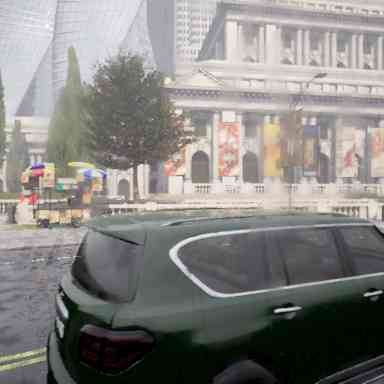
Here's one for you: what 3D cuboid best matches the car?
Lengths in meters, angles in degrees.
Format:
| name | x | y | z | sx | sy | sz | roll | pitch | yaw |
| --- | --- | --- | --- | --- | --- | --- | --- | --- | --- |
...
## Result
| name | x | y | z | sx | sy | sz | roll | pitch | yaw |
| --- | --- | --- | --- | --- | --- | --- | --- | --- | --- |
| car | 1.207 | 1.223 | 4.170 | 5.566 | 2.045 | 2.150 | 0 | 0 | -29 |
